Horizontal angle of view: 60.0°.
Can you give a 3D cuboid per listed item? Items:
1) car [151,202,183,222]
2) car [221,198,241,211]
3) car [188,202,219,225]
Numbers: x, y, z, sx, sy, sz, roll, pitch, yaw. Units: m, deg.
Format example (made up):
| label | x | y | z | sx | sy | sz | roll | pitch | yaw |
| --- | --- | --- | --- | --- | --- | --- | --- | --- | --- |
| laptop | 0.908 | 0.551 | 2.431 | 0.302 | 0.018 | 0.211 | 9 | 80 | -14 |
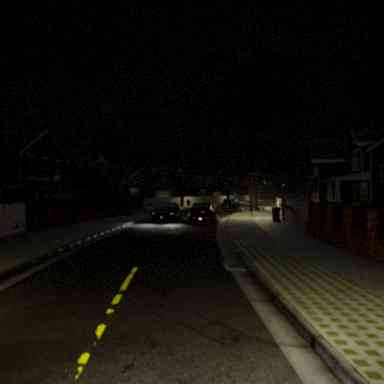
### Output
| label | x | y | z | sx | sy | sz | roll | pitch | yaw |
| --- | --- | --- | --- | --- | --- | --- | --- | --- | --- |
| car | -1.875 | 1.573 | 26.604 | 1.812 | 1.442 | 4.674 | 0 | 0 | 9 |
| car | 4.924 | 1.534 | 41.666 | 2.128 | 1.511 | 4.902 | 0 | 0 | 18 |
| car | 0.873 | 1.526 | 24.508 | 1.837 | 1.490 | 4.892 | 0 | 0 | 8 |
